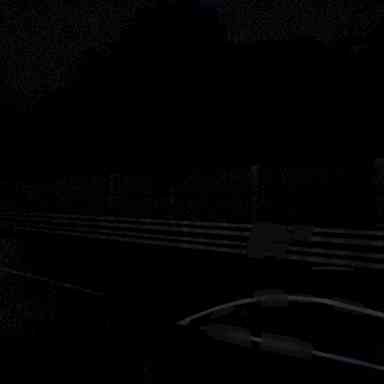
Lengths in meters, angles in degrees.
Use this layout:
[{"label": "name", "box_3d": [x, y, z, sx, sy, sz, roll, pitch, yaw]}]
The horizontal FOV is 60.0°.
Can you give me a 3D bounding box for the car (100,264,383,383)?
[{"label": "car", "box_3d": [1.162, 1.499, 3.177, 4.902, 1.511, 2.128, -1, 0, 35]}]
